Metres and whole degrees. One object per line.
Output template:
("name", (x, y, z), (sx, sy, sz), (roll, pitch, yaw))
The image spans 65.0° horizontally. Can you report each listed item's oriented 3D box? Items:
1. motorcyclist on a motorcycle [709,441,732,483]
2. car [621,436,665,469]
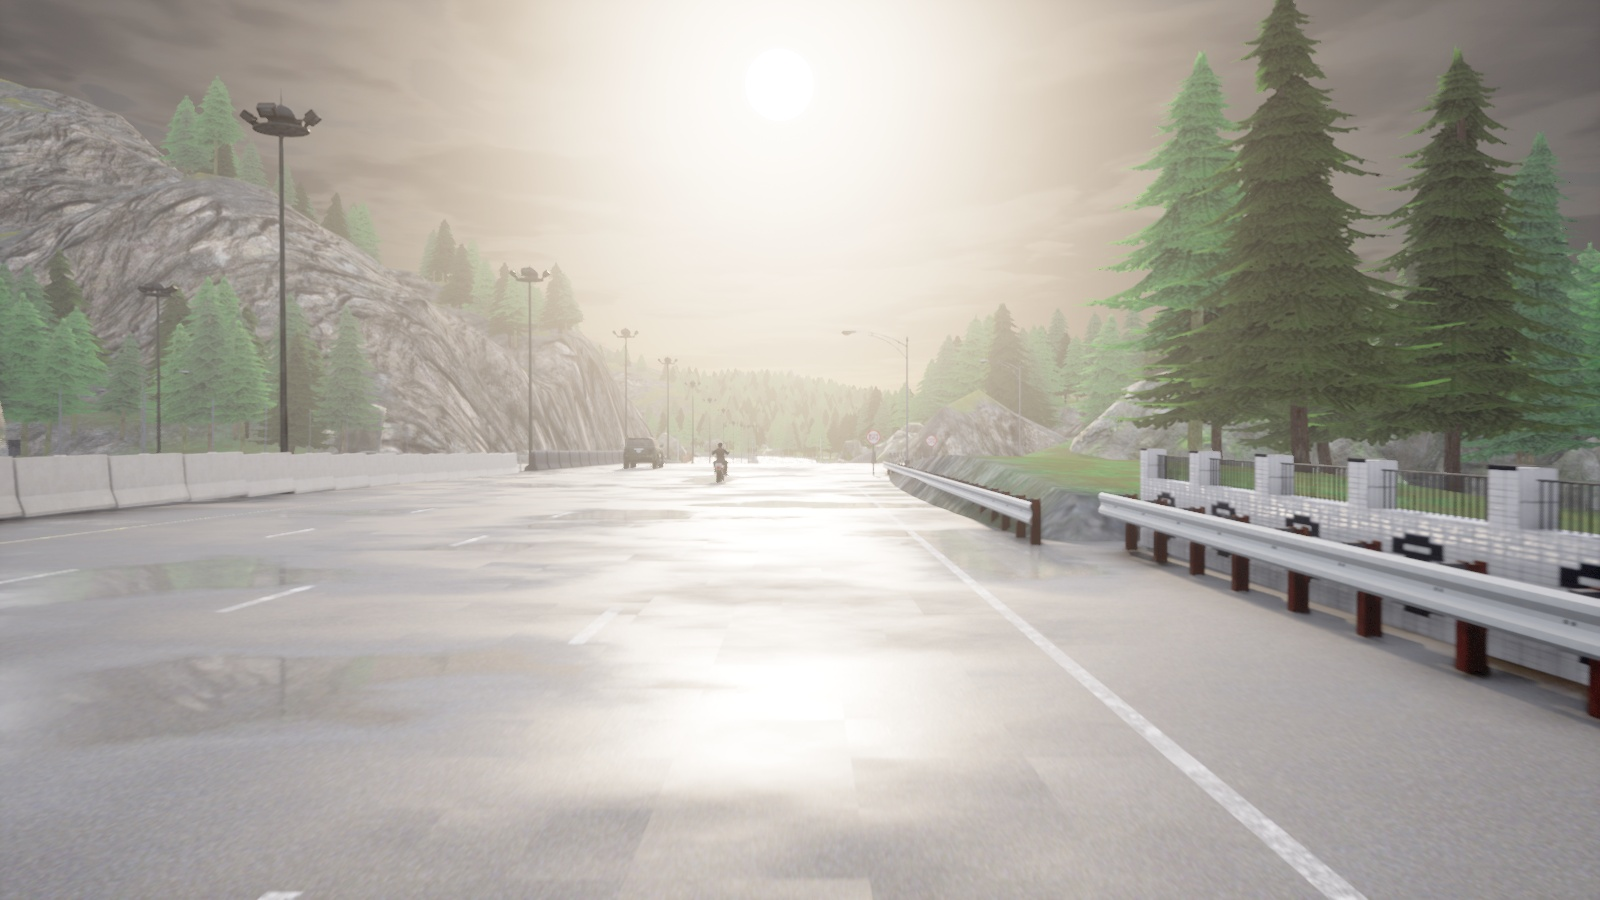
("motorcyclist on a motorcycle", (-3.222, 0.485, 51.175), (0.766, 1.649, 2.350), (0, 0, 0))
("car", (-10.132, 0.157, 81.644), (2.150, 2.045, 5.566), (0, 0, 0))
